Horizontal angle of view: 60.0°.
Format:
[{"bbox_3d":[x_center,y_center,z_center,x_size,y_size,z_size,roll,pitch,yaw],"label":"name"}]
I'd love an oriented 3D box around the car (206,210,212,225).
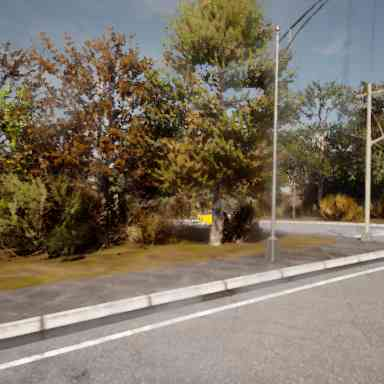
[{"bbox_3d":[2.625,2.356,30.191,1.882,1.535,5.008,3,-4,-39],"label":"car"}]
